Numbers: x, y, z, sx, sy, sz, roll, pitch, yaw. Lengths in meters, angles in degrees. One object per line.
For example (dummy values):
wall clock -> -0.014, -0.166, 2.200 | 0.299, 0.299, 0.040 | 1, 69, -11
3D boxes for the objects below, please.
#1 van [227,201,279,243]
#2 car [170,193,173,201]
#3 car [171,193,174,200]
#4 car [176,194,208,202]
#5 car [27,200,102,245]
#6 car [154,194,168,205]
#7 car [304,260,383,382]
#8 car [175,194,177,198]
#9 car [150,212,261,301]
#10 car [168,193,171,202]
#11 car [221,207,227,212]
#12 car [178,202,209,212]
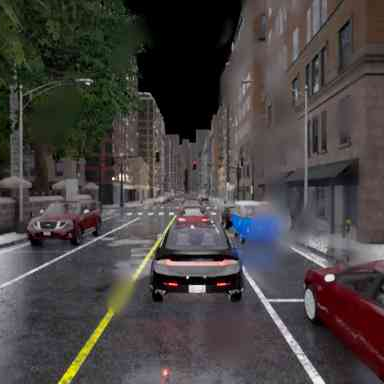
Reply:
van -> 2.845, 1.331, 15.587 | 1.690, 1.788, 3.998 | 0, 0, 0
car -> -5.717, 1.472, 70.131 | 1.887, 1.381, 4.507 | 0, 0, 0
car -> -5.721, 1.468, 75.582 | 1.887, 1.381, 4.507 | 0, 0, 0
car -> 0.029, 1.330, 27.494 | 2.097, 1.767, 4.553 | 0, 0, 2
car -> -5.680, 1.305, 15.541 | 2.192, 1.841, 5.009 | 0, 0, 0
car -> -5.710, 1.462, 59.060 | 1.752, 1.417, 4.829 | 0, 0, 0
car -> 2.852, 1.543, 4.266 | 1.887, 1.381, 4.507 | 0, 0, 0
car -> -5.728, 1.470, 86.484 | 2.008, 1.369, 4.403 | 0, 0, 0
car -> 0.094, 1.487, 8.274 | 2.128, 1.511, 4.902 | 0, 0, 0
car -> -5.713, 1.482, 64.680 | 2.008, 1.369, 4.403 | 0, 0, 0
car -> 2.841, 1.551, 21.247 | 1.947, 1.339, 4.313 | 0, 0, 0
car -> 0.090, 1.513, 18.536 | 1.812, 1.442, 4.674 | 0, 0, 0
